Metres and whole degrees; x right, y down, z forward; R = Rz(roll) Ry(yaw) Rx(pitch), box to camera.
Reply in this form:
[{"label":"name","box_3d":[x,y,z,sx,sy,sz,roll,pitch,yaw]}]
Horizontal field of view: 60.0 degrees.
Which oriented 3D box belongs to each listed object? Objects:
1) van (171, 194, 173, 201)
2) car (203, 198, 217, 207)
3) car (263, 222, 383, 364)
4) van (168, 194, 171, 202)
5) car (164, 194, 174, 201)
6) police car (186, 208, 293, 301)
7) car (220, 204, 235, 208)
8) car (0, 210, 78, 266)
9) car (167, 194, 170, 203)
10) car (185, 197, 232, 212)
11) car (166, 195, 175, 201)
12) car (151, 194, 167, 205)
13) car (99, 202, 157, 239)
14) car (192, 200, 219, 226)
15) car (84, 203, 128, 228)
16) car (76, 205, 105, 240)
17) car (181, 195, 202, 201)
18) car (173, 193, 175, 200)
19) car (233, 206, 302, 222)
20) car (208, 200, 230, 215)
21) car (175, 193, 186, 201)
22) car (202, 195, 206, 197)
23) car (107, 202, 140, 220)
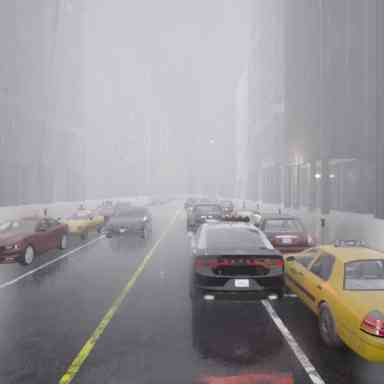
[{"label":"van","box_3d":[-5.843,1.382,74.016,1.690,1.788,3.998,0,0,0]},{"label":"car","box_3d":[2.707,1.589,51.320,1.947,1.339,4.313,0,0,0]},{"label":"car","box_3d":[2.756,1.525,6.070,1.752,1.417,4.829,0,0,0]},{"label":"van","box_3d":[-5.836,1.377,68.338,1.690,1.788,3.998,0,0,0]},{"label":"car","box_3d":[-5.855,1.365,85.371,2.192,1.841,5.009,0,0,0]},{"label":"police car","box_3d":[0.891,1.426,8.537,1.930,1.638,5.238,0,0,0]},{"label":"car","box_3d":[2.743,1.547,17.255,1.887,1.381,4.507,0,0,0]},{"label":"car","box_3d":[-5.775,1.546,11.564,1.887,1.381,4.507,0,0,0]},{"label":"car","box_3d":[-5.830,1.582,62.660,2.008,1.369,4.403,0,0,0]},{"label":"car","box_3d":[0.746,1.355,18.382,2.097,1.767,4.553,0,0,-1]},{"label":"car","box_3d":[-5.861,1.621,91.048,1.947,1.339,4.313,0,0,0]},{"label":"car","box_3d":[-5.824,1.468,56.983,1.967,1.590,4.097,0,0,0]},{"label":"car","box_3d":[-3.118,1.507,17.299,1.837,1.490,4.892,0,0,0]},{"label":"car","box_3d":[0.873,1.461,24.617,1.801,1.575,5.366,0,0,0]},{"label":"car","box_3d":[-5.787,1.550,22.918,1.887,1.381,4.507,0,0,0]},{"label":"car","box_3d":[-5.781,1.528,17.071,1.752,1.417,4.829,0,0,0]},{"label":"car","box_3d":[-0.031,1.511,45.243,2.128,1.511,4.902,0,0,0]},{"label":"car","box_3d":[-5.849,1.360,79.693,2.192,1.841,5.009,0,0,0]},{"label":"car","box_3d":[2.750,1.441,11.578,1.967,1.590,4.097,0,0,0]},{"label":"car","box_3d":[2.725,1.578,34.288,1.947,1.339,4.313,0,0,0]},{"label":"car","box_3d":[-3.091,1.554,85.059,1.837,1.490,4.892,0,0,0]},{"label":"car","box_3d":[2.713,1.459,45.642,1.967,1.590,4.097,0,0,0]},{"label":"car","box_3d":[-5.794,1.574,28.596,1.947,1.339,4.313,0,0,0]}]
